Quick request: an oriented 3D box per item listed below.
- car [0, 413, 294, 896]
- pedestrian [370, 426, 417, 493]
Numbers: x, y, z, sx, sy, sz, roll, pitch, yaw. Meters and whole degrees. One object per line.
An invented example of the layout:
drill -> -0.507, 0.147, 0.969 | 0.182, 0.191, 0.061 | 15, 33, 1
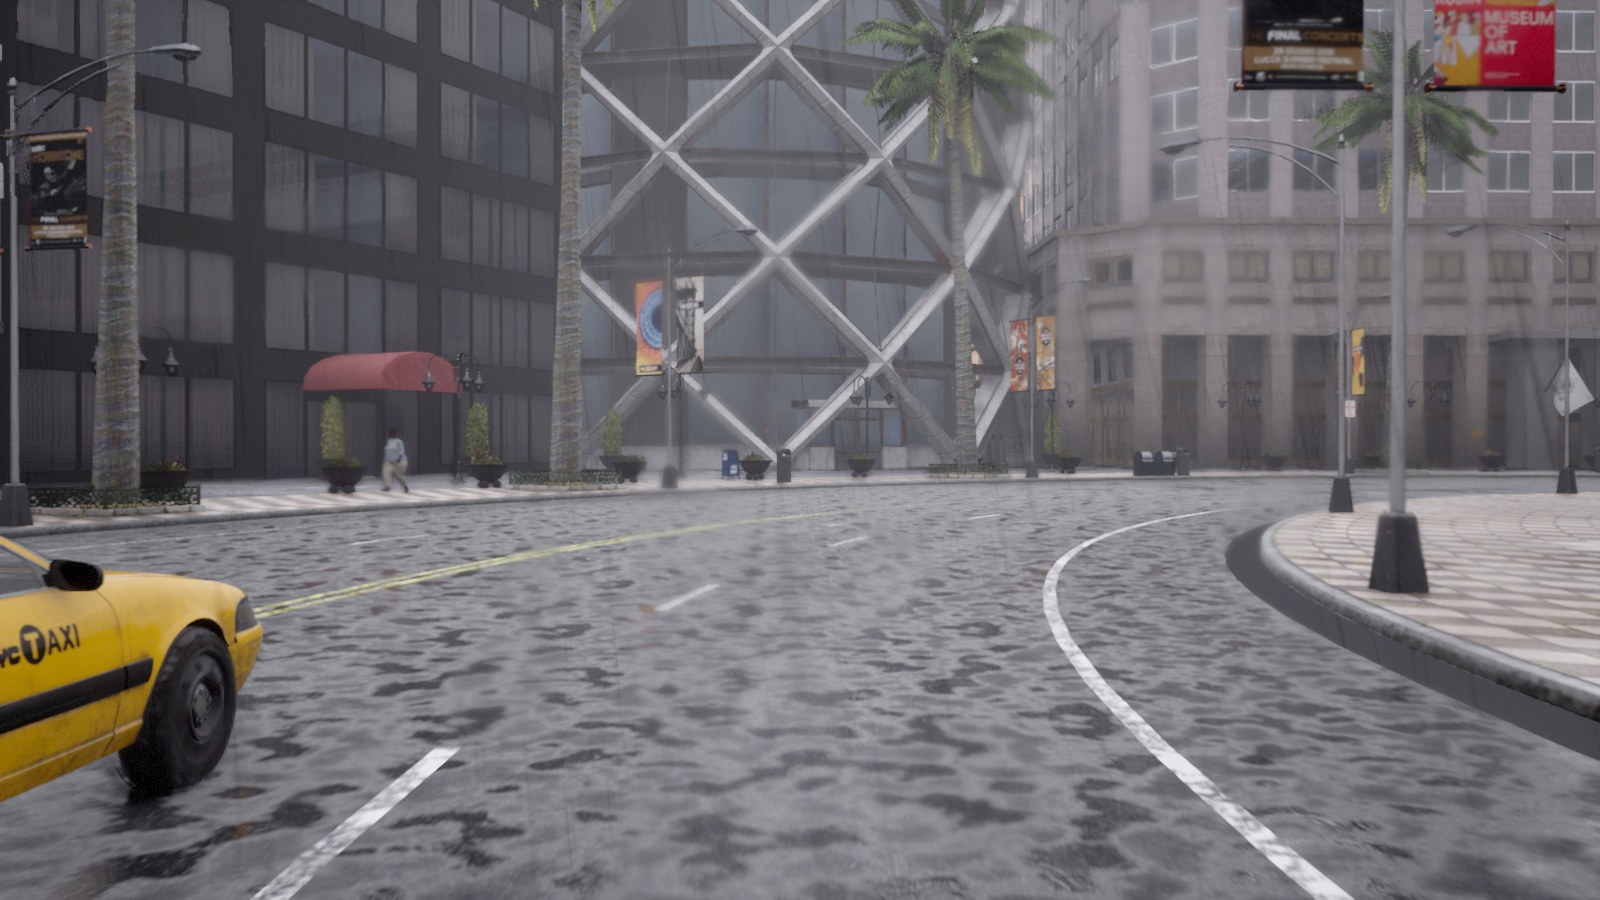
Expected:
car -> -3.512, 0.668, 3.738 | 1.801, 1.575, 5.366 | 0, 0, 1
pedestrian -> -11.283, 0.256, 34.886 | 0.874, 1.855, 0.900 | 0, 0, 24
